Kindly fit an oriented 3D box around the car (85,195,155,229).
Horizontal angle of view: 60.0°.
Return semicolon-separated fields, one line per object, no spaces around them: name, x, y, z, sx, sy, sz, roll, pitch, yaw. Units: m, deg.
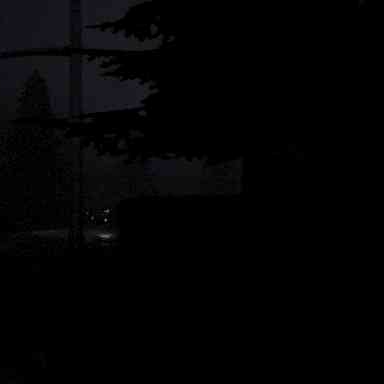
car;-4.384;1.222;22.294;2.150;2.045;5.566;0;0;36
